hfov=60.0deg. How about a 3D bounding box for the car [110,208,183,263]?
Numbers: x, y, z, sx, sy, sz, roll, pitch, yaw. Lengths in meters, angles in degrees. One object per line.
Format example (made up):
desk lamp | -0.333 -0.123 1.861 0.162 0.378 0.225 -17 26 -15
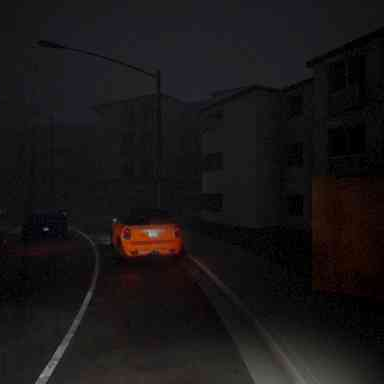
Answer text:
car | -1.857 1.352 12.390 2.097 1.767 4.553 0 0 -18

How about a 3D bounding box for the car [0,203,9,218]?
car | -17.800 1.524 29.140 4.674 1.442 1.812 0 0 39

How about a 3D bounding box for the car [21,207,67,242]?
car | -7.428 1.477 16.682 1.882 1.535 5.008 0 0 -26
